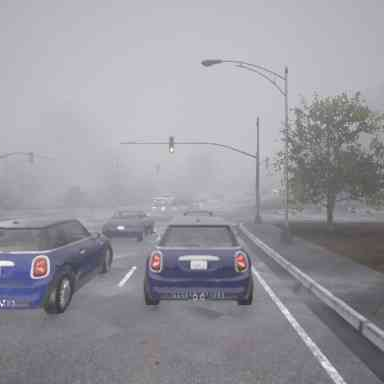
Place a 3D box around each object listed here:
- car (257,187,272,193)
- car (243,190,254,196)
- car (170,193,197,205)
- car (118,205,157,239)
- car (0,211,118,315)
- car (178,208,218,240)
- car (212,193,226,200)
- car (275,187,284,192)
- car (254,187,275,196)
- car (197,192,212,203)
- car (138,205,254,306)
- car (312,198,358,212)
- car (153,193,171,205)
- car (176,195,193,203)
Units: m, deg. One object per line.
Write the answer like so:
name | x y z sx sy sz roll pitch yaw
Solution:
car | 19.799 -0.524 90.386 2.128 1.511 4.902 0 3 38
car | 14.130 0.204 81.901 1.812 1.442 4.674 0 3 33
car | -1.318 1.264 55.593 2.150 2.045 5.566 0 1 16
car | -3.159 1.596 17.091 1.994 1.385 4.181 0 0 2
car | -3.362 1.360 7.764 2.097 1.767 4.553 0 0 1
car | 0.371 1.635 18.068 1.895 1.301 4.718 0 0 2
car | 5.864 0.925 74.070 1.895 1.301 4.718 0 3 26
car | 23.399 -0.601 89.366 1.882 1.535 5.008 0 3 38
car | 17.659 0.140 80.965 2.128 1.511 4.902 0 3 33
car | 1.784 1.325 64.625 1.812 1.442 4.674 0 2 21
car | 0.141 1.361 8.204 2.097 1.767 4.553 0 0 0
car | 16.433 1.531 38.418 4.892 1.490 1.837 -1 0 4
car | -4.723 1.269 56.427 2.150 2.045 5.566 0 1 15
car | -1.464 1.365 65.929 1.994 1.385 4.181 0 2 20
